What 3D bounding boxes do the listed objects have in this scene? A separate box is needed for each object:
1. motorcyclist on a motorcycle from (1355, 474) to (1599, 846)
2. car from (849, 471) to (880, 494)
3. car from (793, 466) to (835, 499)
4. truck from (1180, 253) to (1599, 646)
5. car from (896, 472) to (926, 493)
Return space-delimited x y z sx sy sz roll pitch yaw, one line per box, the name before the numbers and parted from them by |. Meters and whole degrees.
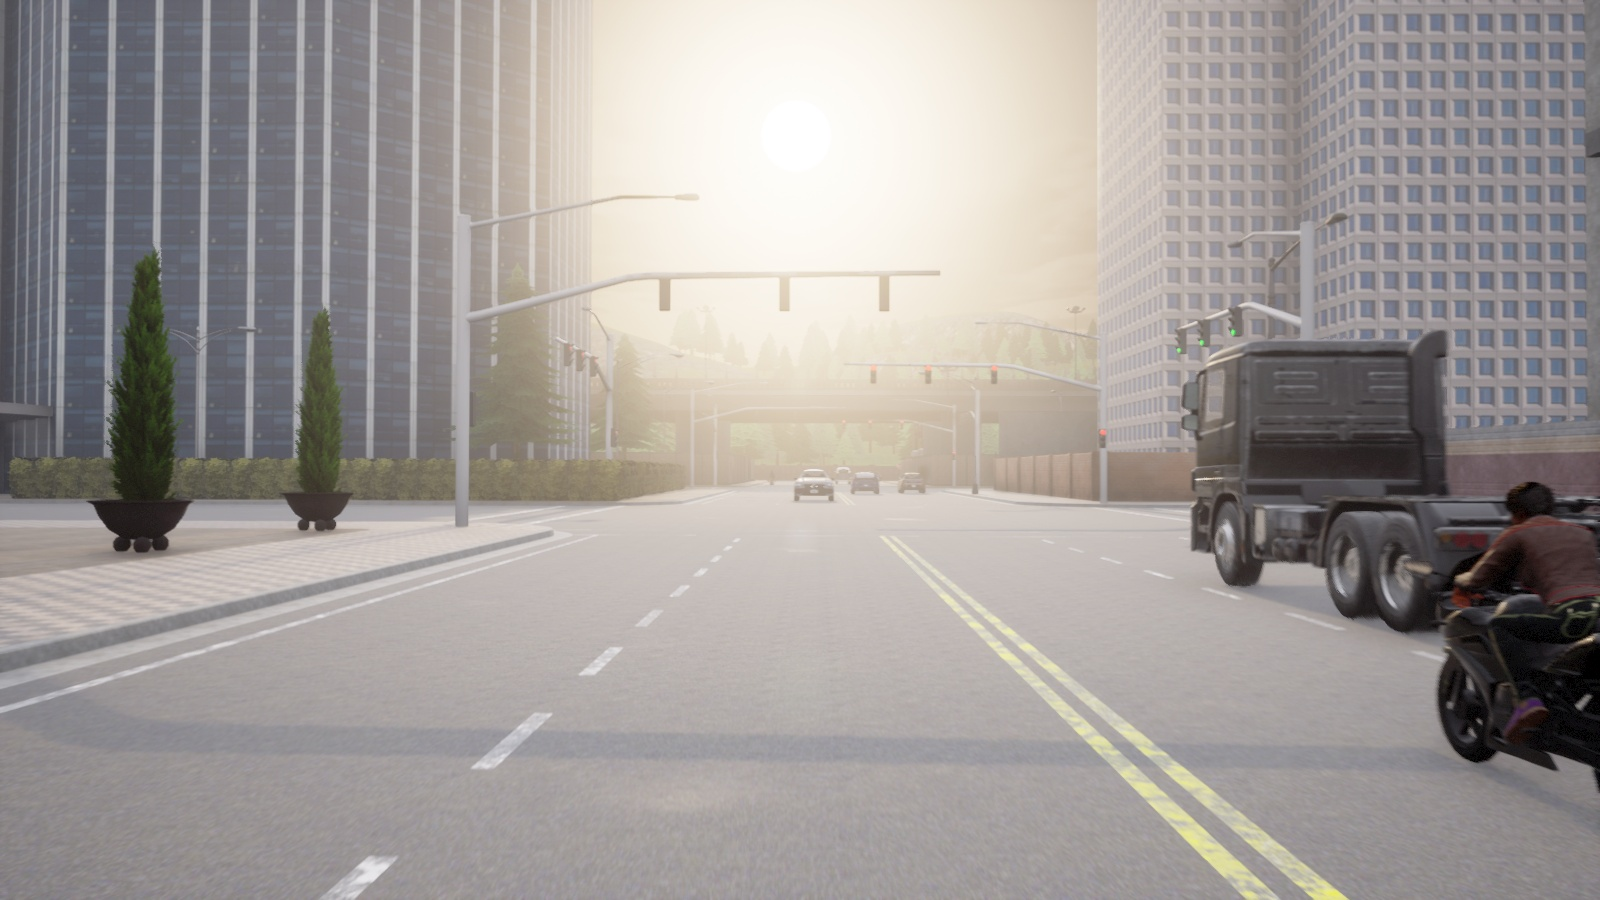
motorcyclist on a motorcycle | 3.592 0.886 6.202 0.797 1.523 2.044 0 -1 1
car | 4.430 2.229 86.904 1.882 1.535 5.008 0 -1 1
car | 0.724 1.714 67.117 2.152 1.651 5.027 0 -1 1
truck | 7.180 0.055 15.066 2.891 3.462 7.936 0 -1 1
car | 7.966 2.305 90.181 1.816 1.474 4.193 0 -1 1
